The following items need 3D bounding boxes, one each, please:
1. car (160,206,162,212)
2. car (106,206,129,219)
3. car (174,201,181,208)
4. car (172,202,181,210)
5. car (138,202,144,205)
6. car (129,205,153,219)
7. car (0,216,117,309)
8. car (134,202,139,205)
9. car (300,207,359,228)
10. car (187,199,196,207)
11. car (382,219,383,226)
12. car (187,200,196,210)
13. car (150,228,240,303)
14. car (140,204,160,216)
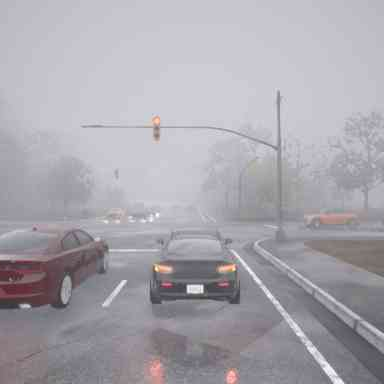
[{"bbox_3d":[-7.151,3.305,66.660,2.128,1.511,4.902,0,0,0],"label":"car"},{"bbox_3d":[-10.688,3.028,46.997,1.882,1.535,5.008,0,-2,0],"label":"car"},{"bbox_3d":[-3.769,3.220,86.847,1.812,1.442,4.674,0,0,-4],"label":"car"},{"bbox_3d":[-3.649,3.350,76.936,1.895,1.301,4.718,0,0,0],"label":"car"},{"bbox_3d":[-10.651,3.034,66.516,2.150,2.045,5.566,0,0,0],"label":"car"},{"bbox_3d":[-7.178,3.032,47.133,1.882,1.535,5.008,0,-2,1],"label":"car"},{"bbox_3d":[-3.433,1.555,8.081,1.882,1.535,5.008,0,-1,0],"label":"car"},{"bbox_3d":[-10.692,3.101,55.856,2.097,1.767,4.553,0,-1,0],"label":"car"},{"bbox_3d":[11.754,2.161,28.625,4.553,1.767,2.097,0,-2,-2],"label":"car"},{"bbox_3d":[-0.261,2.887,86.971,2.097,1.767,4.553,0,0,-4],"label":"car"},{"bbox_3d":[17.069,2.162,25.142,4.892,1.490,1.837,0,-2,-2],"label":"car"},{"bbox_3d":[-0.150,3.298,77.237,1.994,1.385,4.181,0,0,0],"label":"car"},{"bbox_3d":[0.064,1.605,8.225,1.812,1.442,4.674,0,-1,0],"label":"car"},{"bbox_3d":[-7.194,3.251,56.603,2.128,1.511,4.902,0,-1,0],"label":"car"}]
